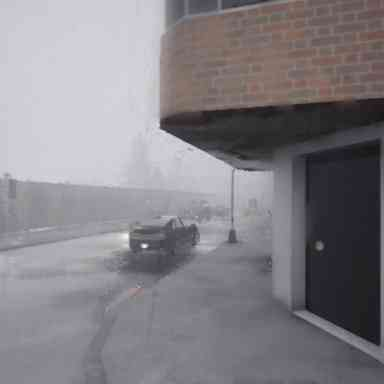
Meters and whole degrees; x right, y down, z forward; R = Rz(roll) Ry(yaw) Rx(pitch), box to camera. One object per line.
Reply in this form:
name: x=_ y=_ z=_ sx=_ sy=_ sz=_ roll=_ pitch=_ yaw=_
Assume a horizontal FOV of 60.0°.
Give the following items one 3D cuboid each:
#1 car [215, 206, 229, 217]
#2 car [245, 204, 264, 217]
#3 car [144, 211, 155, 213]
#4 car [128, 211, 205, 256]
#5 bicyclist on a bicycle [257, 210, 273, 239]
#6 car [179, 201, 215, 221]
car: x=3.552 y=2.495 z=43.189 sx=2.033 sy=1.411 sz=5.357 roll=0 pitch=-1 yaw=18
car: x=8.414 y=2.388 z=44.790 sx=2.097 sy=1.767 sz=4.553 roll=0 pitch=-1 yaw=18
car: x=-2.777 y=2.026 z=23.373 sx=1.994 sy=1.385 sz=4.181 roll=0 pitch=-1 yaw=18
car: x=-1.073 y=1.806 z=14.684 sx=1.837 sy=1.490 sz=4.892 roll=0 pitch=-1 yaw=17
bicyclist on a bicycle: x=4.347 y=1.783 z=18.049 sx=1.656 sy=1.620 sz=0.582 roll=0 pitch=-1 yaw=18
car: x=0.350 y=1.925 z=33.207 sx=2.150 sy=2.045 sz=5.566 roll=0 pitch=-1 yaw=18
